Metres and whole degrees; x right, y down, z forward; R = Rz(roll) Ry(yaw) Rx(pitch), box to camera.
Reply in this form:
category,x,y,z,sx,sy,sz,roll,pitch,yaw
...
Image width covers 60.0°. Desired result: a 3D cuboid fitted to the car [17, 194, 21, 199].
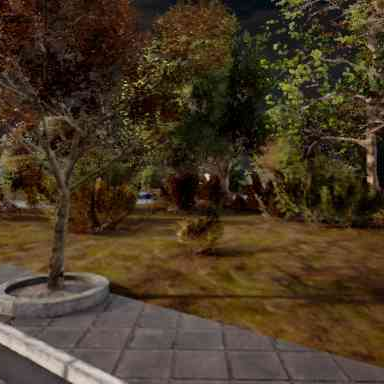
category,x,y,z,sx,sy,sz,roll,pitch,yaw
car,-22.997,0.436,49.580,2.150,2.045,5.566,1,0,32

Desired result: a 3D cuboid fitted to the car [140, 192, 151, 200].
category,x,y,z,sx,sy,sz,roll,pitch,yaw
car,-9.177,0.749,64.883,1.882,1.535,5.008,1,1,32
